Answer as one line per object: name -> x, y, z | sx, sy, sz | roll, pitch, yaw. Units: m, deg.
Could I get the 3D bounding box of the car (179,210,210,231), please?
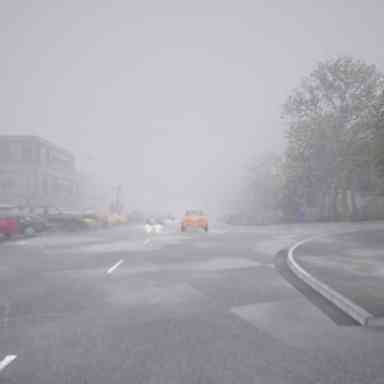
car -> 0.230, 2.381, 28.793 | 2.097, 1.767, 4.553 | 0, -4, 1

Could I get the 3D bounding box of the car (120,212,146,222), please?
car -> -10.903, 4.542, 61.290 | 4.553, 1.767, 2.185 | 1, -4, -19

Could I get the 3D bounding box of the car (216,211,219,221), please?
car -> 6.784, 4.099, 52.186 | 4.674, 1.452, 2.002 | 2, -4, -19

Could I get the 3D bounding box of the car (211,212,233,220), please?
car -> 7.057, 5.755, 78.625 | 4.553, 1.767, 2.185 | 2, -5, -19

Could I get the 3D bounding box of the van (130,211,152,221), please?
van -> -10.726, 5.050, 70.112 | 4.442, 1.987, 1.878 | 1, -4, -19

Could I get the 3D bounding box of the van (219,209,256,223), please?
van -> 6.605, 3.440, 46.289 | 4.442, 1.987, 1.878 | 2, -4, -19

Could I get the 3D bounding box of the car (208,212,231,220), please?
car -> 7.162, 6.254, 87.441 | 5.566, 2.045, 2.435 | 2, -4, -19

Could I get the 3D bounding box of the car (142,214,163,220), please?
car -> -10.768, 6.715, 90.472 | 5.366, 1.575, 1.946 | 1, -4, -19

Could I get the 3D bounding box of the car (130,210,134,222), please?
car -> -11.066, 3.715, 46.645 | 4.792, 1.488, 2.163 | 1, -4, -19

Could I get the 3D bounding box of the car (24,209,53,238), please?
car -> -11.343, 2.007, 20.292 | 4.892, 1.521, 2.231 | 0, -2, -20

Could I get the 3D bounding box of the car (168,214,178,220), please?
car -> -4.347, 5.787, 75.881 | 1.895, 1.301, 4.718 | 0, -4, 1

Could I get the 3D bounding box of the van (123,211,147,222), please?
van -> -11.009, 4.642, 64.173 | 4.442, 1.987, 1.878 | 1, -4, -19

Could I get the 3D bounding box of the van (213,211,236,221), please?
van -> 7.124, 5.248, 72.812 | 4.442, 1.987, 1.878 | 2, -5, -19

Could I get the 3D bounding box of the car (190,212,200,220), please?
car -> 0.636, 5.440, 74.362 | 2.097, 1.767, 4.553 | 0, -4, 1

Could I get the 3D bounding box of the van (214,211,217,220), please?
van -> 6.742, 4.226, 58.039 | 4.442, 1.987, 1.878 | 2, -4, -19

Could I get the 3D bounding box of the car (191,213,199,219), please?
car -> 0.751, 6.157, 84.373 | 1.812, 1.442, 4.674 | 0, -4, 1

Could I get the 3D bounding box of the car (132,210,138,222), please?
car -> -11.058, 3.880, 49.568 | 4.892, 1.521, 2.231 | 1, -4, -19

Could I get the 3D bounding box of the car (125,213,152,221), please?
car -> -10.858, 5.070, 67.126 | 5.008, 1.535, 2.097 | 1, -4, -19

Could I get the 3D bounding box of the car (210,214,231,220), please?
car -> 7.176, 6.328, 84.511 | 4.792, 1.488, 2.163 | 2, -5, -19

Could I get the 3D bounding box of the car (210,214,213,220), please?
car -> 6.773, 5.049, 66.816 | 5.366, 1.575, 1.946 | 2, -4, -19

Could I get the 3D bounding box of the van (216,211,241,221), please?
van -> 7.026, 4.636, 63.998 | 4.442, 1.987, 1.878 | 2, -4, -19

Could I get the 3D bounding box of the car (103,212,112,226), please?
car -> -11.258, 2.944, 34.923 | 4.792, 1.488, 2.163 | 1, -4, -19

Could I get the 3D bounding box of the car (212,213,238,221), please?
car -> 6.974, 5.263, 69.816 | 4.892, 1.521, 2.231 | 2, -5, -19

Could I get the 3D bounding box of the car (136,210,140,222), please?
car -> -11.067, 3.948, 52.501 | 4.553, 1.767, 2.185 | 1, -4, -19

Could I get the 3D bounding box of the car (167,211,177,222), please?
car -> -4.504, 4.501, 62.668 | 2.150, 2.045, 5.566 | 0, -4, 1

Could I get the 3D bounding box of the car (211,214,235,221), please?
car -> 7.076, 5.705, 75.698 | 4.792, 1.488, 2.163 | 2, -5, -19

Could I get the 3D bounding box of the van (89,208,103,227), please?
van -> -11.154, 2.499, 32.068 | 4.442, 1.987, 1.878 | 1, -4, -19

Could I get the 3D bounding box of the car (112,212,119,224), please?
car -> -11.376, 3.103, 37.803 | 5.366, 1.575, 1.946 | 1, -4, -19

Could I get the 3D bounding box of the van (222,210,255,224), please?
van -> 6.857, 3.643, 49.313 | 4.442, 1.987, 1.878 | 2, -4, -19

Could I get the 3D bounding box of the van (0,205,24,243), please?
van -> -11.480, 1.645, 17.343 | 4.442, 1.987, 1.878 | 0, -2, -20

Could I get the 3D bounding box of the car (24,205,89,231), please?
car -> -11.289, 2.090, 26.176 | 5.566, 2.045, 2.435 | 0, -4, -20

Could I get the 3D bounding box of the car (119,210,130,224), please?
car -> -11.308, 3.487, 43.652 | 5.366, 1.575, 1.946 | 1, -4, -19

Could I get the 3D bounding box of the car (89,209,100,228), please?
car -> -11.113, 2.529, 29.143 | 5.366, 1.575, 1.946 | 0, -4, -20

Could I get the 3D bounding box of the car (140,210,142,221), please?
car -> -11.028, 4.020, 55.426 | 5.566, 2.045, 2.435 | 1, -4, -19

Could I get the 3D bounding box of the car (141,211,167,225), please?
car -> -4.811, 3.453, 43.014 | 2.128, 1.511, 4.902 | 0, -4, 1
